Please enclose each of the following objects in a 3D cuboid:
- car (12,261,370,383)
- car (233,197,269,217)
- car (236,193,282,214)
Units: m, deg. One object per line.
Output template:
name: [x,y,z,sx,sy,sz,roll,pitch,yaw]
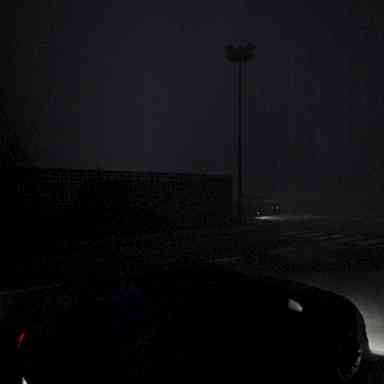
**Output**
car: [0.256,1.564,3.920,4.181,1.385,1.994,0,0,-36]
car: [4.303,1.492,31.509,2.033,1.411,5.357,0,0,-35]
car: [6.634,1.166,34.267,2.150,2.045,5.566,0,0,-35]
